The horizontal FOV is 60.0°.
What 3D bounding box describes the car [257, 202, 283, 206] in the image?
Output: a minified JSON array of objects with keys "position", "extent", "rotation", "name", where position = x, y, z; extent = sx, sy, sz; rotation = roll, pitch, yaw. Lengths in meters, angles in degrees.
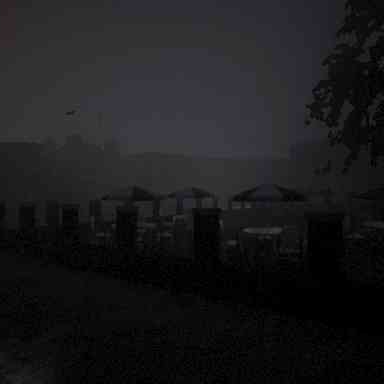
[{"position":[12.374,1.565,49.402],"extent":[5.357,1.411,2.033],"rotation":[0,0,3],"name":"car"}]
